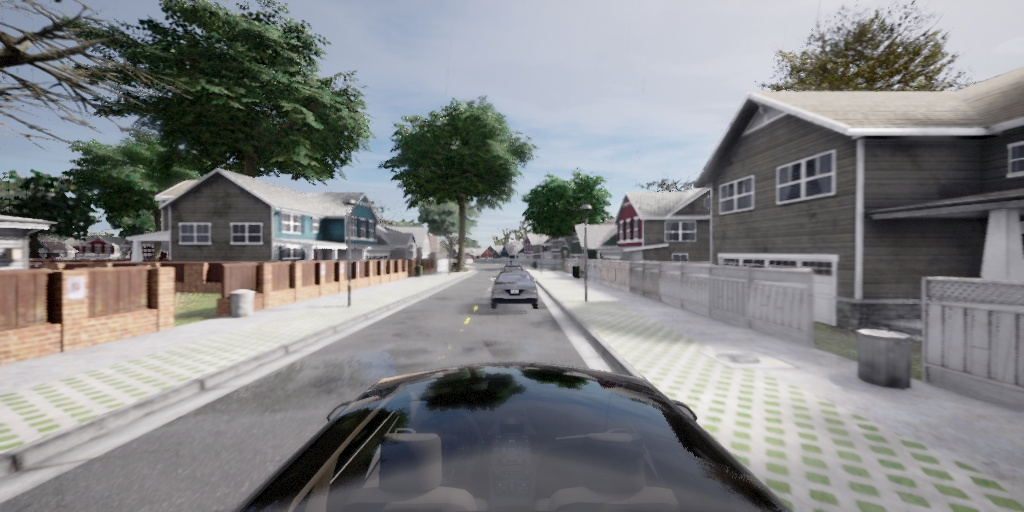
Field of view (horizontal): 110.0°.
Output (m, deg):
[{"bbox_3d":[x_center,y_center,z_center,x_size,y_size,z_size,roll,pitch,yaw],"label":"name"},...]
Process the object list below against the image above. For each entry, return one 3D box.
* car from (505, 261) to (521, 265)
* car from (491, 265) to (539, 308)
[{"bbox_3d":[0.092,1.274,35.235,2.128,1.511,4.902,0,0,0],"label":"car"},{"bbox_3d":[0.099,1.297,15.095,2.033,1.411,5.357,0,0,0],"label":"car"}]
